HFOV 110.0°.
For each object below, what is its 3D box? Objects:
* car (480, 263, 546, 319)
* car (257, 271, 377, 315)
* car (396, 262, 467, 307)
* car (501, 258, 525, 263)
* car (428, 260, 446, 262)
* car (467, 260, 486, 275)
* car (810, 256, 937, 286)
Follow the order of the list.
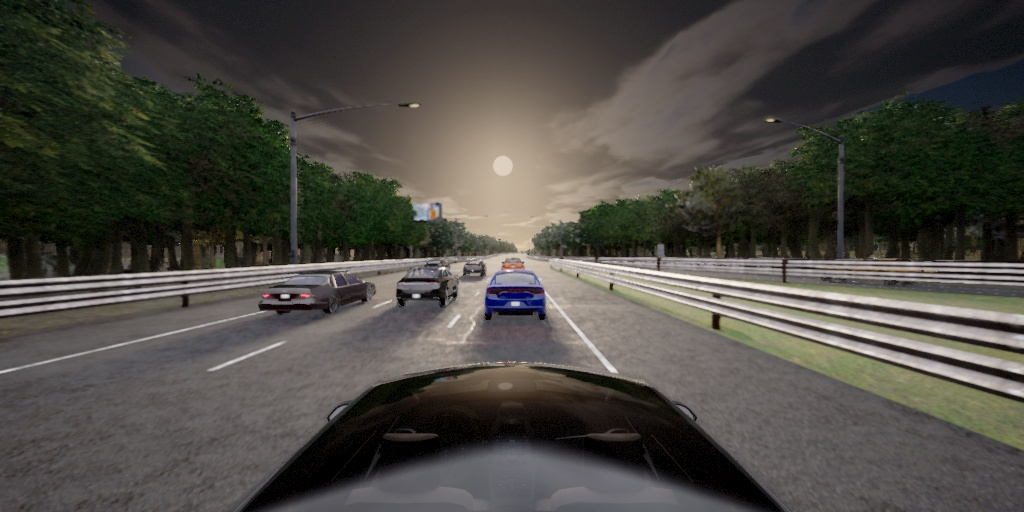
[{"bbox_3d":[0.100,1.193,12.674,1.882,1.535,5.008,0,0,0],"label":"car"},{"bbox_3d":[-6.900,1.258,13.416,2.033,1.411,5.357,0,0,0],"label":"car"},{"bbox_3d":[-3.401,1.190,15.168,2.128,1.511,4.902,0,0,0],"label":"car"},{"bbox_3d":[0.097,0.925,33.154,2.097,1.767,4.553,0,0,0],"label":"car"},{"bbox_3d":[-6.902,1.077,33.419,1.837,1.490,4.892,0,0,0],"label":"car"},{"bbox_3d":[-3.402,1.064,33.373,2.128,1.511,4.902,0,0,0],"label":"car"},{"bbox_3d":[20.385,0.813,20.613,1.801,1.575,5.366,1,0,-21],"label":"car"}]
